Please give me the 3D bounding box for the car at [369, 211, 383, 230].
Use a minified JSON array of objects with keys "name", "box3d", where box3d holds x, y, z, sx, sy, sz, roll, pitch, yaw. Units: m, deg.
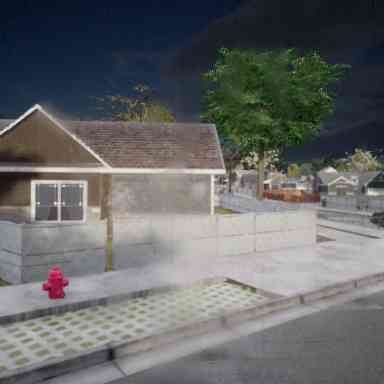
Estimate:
[{"name":"car","box3d":[12.568,1.625,19.149,2.033,1.411,5.357,0,0,-5]}]
